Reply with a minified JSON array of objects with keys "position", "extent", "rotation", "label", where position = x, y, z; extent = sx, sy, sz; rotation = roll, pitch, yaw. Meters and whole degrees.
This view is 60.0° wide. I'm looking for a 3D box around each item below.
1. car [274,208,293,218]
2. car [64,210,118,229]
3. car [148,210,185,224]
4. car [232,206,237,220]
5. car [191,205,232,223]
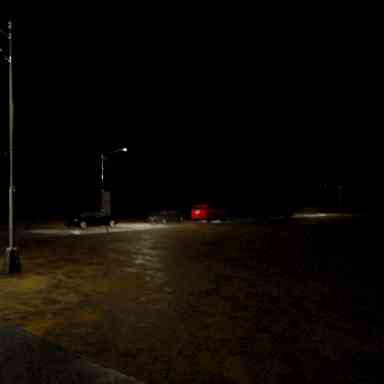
[{"position":[16.671,3.701,60.393],"extent":[2.097,1.767,4.553],"rotation":[-1,-3,35],"label":"car"},{"position":[-8.796,2.399,29.408],"extent":[1.882,1.535,5.008],"rotation":[-1,-3,35],"label":"car"},{"position":[-2.833,2.772,37.815],"extent":[1.882,1.535,5.008],"rotation":[-1,-3,35],"label":"car"},{"position":[4.424,2.977,48.039],"extent":[2.150,2.045,5.566],"rotation":[-1,-3,35],"label":"car"},{"position":[2.132,2.611,39.687],"extent":[2.150,2.045,5.566],"rotation":[-1,-3,35],"label":"car"}]
